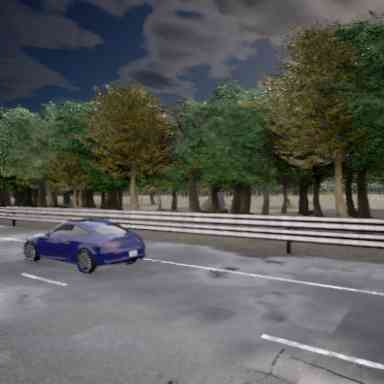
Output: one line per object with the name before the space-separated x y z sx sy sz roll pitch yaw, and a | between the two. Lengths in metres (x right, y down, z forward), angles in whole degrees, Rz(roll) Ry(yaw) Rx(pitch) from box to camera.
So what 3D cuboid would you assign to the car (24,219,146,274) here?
car | -3.553 1.605 10.816 4.674 1.442 1.812 -1 0 35
